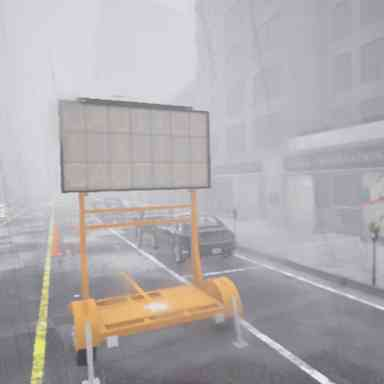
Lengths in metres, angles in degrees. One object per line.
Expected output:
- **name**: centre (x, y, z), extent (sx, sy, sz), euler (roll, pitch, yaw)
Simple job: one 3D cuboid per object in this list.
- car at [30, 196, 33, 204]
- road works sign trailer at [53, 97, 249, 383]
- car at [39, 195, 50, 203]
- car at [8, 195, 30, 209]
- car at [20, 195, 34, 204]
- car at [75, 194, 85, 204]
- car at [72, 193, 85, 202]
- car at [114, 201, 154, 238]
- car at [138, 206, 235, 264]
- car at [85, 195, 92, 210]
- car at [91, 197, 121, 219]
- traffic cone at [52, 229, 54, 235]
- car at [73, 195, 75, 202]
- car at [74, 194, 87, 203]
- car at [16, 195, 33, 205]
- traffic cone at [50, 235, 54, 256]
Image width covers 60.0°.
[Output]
- **car**: centre (-24.858, 1.369, 48.455), extent (1.947, 1.339, 4.313), euler (-3, 1, -22)
- **road works sign trailer**: centre (-0.857, 0.376, 5.410), extent (2.380, 3.560, 2.880), euler (-2, 1, -25)
- **car**: centre (-27.628, 1.185, 62.417), extent (2.033, 1.411, 5.357), euler (-2, 1, -23)
- **car**: centre (-22.762, 1.275, 43.363), extent (1.967, 1.590, 4.097), euler (-3, 1, -22)
- **car**: centre (-29.060, 1.287, 58.632), extent (1.887, 1.381, 4.507), euler (-3, 1, -22)
- **car**: centre (-14.881, 1.128, 46.616), extent (1.947, 1.339, 4.313), euler (-3, 1, -22)
- **car**: centre (-21.184, 1.015, 61.881), extent (1.887, 1.381, 4.507), euler (-3, 1, -22)
- **car**: centre (-2.277, 1.303, 16.085), extent (1.887, 1.381, 4.507), euler (-3, 1, -22)
- **car**: centre (-0.176, 1.344, 10.996), extent (2.008, 1.369, 4.403), euler (-3, 1, -22)
- **car**: centre (-8.579, 1.203, 31.350), extent (1.887, 1.381, 4.507), euler (-3, 1, -22)
- **car**: centre (-6.483, 1.132, 26.259), extent (1.967, 1.590, 4.097), euler (-3, 1, -22)
- **traffic cone**: centre (-5.452, 1.851, 13.260), extent (0.340, 0.580, 0.340), euler (-2, 1, -22)
- **car**: centre (-16.982, 1.076, 51.704), extent (1.887, 1.381, 4.507), euler (-3, 1, -22)
- **car**: centre (-19.083, 1.045, 56.793), extent (1.887, 1.381, 4.507), euler (-3, 1, -22)
- **car**: centre (-26.959, 1.323, 53.543), extent (2.008, 1.369, 4.403), euler (-3, 1, -22)
- **traffic cone**: centre (-4.688, 1.863, 11.411), extent (0.340, 0.580, 0.340), euler (-2, 1, -22)
